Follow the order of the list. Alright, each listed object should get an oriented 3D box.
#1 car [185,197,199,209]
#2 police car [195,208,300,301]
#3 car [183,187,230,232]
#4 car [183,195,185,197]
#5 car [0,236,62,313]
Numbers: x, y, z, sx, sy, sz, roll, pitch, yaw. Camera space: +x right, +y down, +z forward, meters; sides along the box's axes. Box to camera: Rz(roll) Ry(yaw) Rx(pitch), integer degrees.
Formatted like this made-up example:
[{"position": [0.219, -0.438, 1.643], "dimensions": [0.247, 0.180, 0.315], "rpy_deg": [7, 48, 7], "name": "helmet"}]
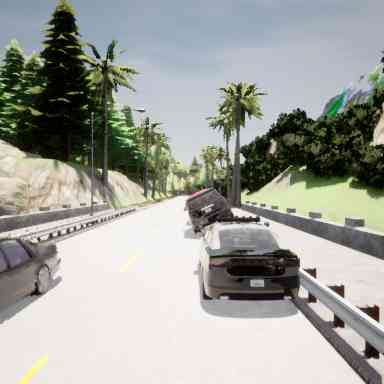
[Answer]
[{"position": [0.026, 1.505, 45.254], "dimensions": [1.837, 1.490, 4.892], "rpy_deg": [0, 0, 0], "name": "car"}, {"position": [1.158, 1.426, 8.521], "dimensions": [1.930, 1.638, 5.238], "rpy_deg": [0, 0, 0], "name": "police car"}, {"position": [0.818, 0.955, 18.435], "dimensions": [2.150, 2.045, 5.566], "rpy_deg": [-25, 0, 0], "name": "car"}, {"position": [0.808, 0.955, 24.437], "dimensions": [2.150, 2.045, 5.566], "rpy_deg": [-25, 0, 0], "name": "car"}, {"position": [-4.101, 1.547, 5.884], "dimensions": [2.033, 1.411, 5.357], "rpy_deg": [0, 0, 0], "name": "car"}]
